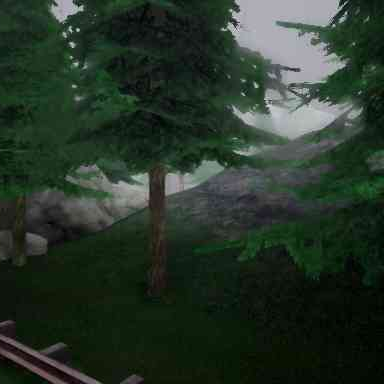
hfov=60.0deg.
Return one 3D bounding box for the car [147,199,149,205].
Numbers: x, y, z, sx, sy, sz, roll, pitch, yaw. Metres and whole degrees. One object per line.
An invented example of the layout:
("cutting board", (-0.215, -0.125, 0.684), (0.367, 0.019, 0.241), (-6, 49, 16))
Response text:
("car", (-6.135, 1.510, 38.549), (1.812, 1.442, 4.674), (0, 0, 37))
